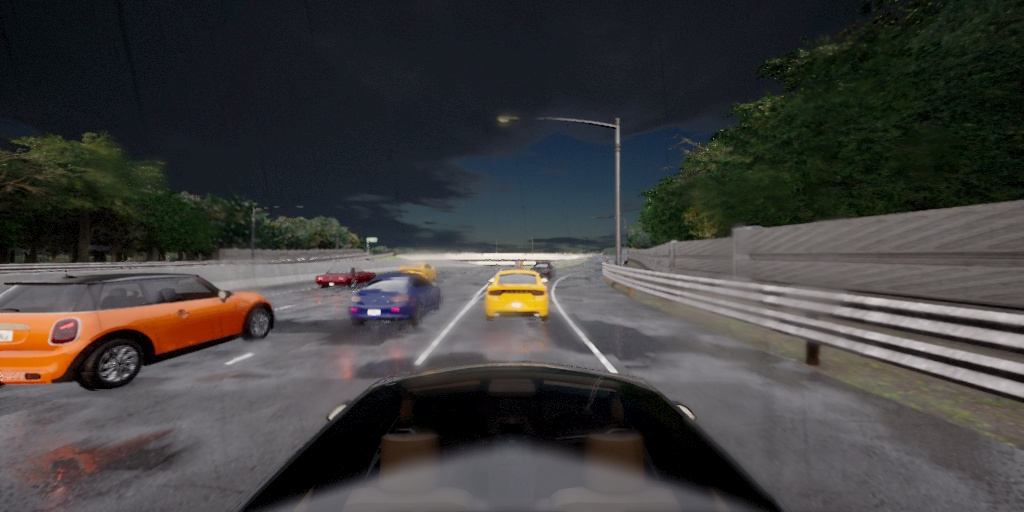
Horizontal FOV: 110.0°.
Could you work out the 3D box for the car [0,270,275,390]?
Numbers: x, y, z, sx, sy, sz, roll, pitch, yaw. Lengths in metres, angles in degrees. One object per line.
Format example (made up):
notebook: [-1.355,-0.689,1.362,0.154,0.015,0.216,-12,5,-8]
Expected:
car: [-6.899,1.096,6.971,2.097,1.767,4.553,0,0,0]

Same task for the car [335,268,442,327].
car: [-3.498,1.265,11.404,1.812,1.442,4.674,0,0,0]

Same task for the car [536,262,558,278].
car: [2.748,1.247,31.151,1.812,1.442,4.674,0,0,13]

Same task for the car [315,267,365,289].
car: [-10.397,1.327,22.892,1.895,1.301,4.718,0,0,0]

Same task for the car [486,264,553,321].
car: [0.228,1.213,12.502,1.882,1.535,5.008,0,0,2]

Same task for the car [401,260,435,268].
car: [-6.896,1.200,26.448,1.882,1.535,5.008,0,0,0]
